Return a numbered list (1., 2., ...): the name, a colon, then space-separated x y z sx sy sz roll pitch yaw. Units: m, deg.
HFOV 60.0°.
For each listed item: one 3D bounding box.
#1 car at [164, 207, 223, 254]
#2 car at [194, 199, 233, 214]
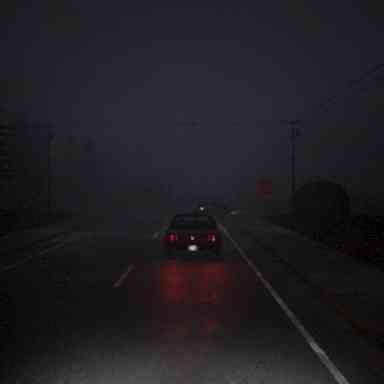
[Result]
1. car: 0.043 1.467 12.804 1.895 1.301 4.718 0 1 1
2. car: 1.839 1.264 28.198 1.994 1.385 4.181 0 1 31
